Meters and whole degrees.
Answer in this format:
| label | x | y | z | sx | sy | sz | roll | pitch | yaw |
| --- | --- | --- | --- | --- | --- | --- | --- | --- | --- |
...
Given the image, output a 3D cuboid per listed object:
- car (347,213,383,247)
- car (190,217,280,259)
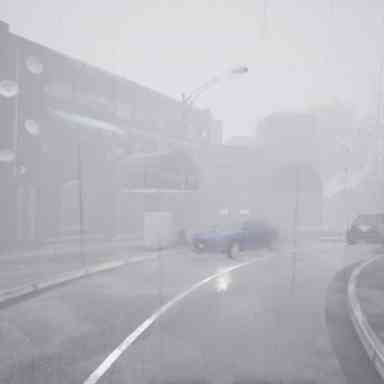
| label | x | y | z | sx | sy | sz | roll | pitch | yaw |
| --- | --- | --- | --- | --- | --- | --- | --- | --- | --- |
| car | 10.080 | 1.846 | 17.131 | 4.553 | 1.767 | 2.097 | 1 | -2 | -32 |
| car | 1.989 | 1.853 | 14.416 | 1.882 | 1.535 | 5.008 | -2 | -4 | 41 |
